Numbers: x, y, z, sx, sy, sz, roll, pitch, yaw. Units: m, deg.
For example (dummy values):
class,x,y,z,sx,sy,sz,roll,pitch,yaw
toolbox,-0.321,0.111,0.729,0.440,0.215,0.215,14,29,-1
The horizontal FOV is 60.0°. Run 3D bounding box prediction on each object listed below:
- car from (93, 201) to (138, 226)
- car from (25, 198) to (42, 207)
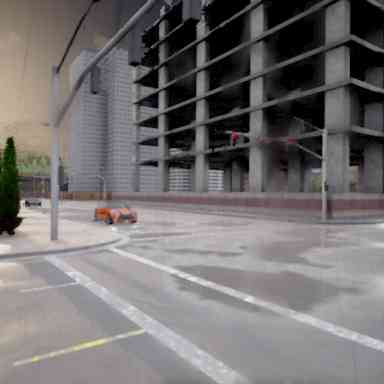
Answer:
class,x,y,z,sx,sy,sz,roll,pitch,yaw
car,-5.887,1.517,25.408,2.097,1.767,4.553,1,-1,-35
car,-25.455,1.673,53.414,1.837,1.490,4.892,1,-1,-35
